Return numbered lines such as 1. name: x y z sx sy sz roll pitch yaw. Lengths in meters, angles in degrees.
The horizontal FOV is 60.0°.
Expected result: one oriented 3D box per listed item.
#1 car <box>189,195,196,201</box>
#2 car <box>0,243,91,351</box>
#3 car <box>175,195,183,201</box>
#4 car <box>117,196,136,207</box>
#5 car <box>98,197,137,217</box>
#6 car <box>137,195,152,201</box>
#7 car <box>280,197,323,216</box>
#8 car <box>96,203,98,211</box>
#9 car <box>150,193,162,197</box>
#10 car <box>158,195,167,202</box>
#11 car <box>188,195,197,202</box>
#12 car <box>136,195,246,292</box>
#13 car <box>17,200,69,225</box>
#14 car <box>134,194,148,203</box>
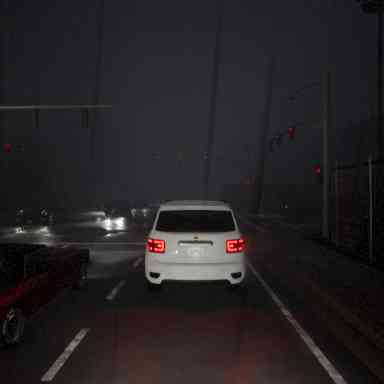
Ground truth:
1. car: 0.136 1.524 86.128 1.812 1.442 4.674 0 0 0
2. car: -3.433 1.601 6.147 1.895 1.301 4.718 0 0 1
3. car: -3.364 1.540 86.011 2.033 1.411 5.357 0 0 0
4. car: -10.505 1.491 53.537 2.128 1.511 4.902 0 0 0
5. car: -7.051 1.524 32.119 2.128 1.511 4.902 0 0 0
6. car: -7.025 1.525 45.916 1.812 1.442 4.674 0 0 0
7. car: 11.002 1.407 32.657 4.553 1.767 2.097 0 0 0
8. car: -10.534 1.491 41.402 2.128 1.511 4.902 0 0 0
9. car: -6.957 1.223 62.779 2.150 2.045 5.566 0 0 1
10. car: -6.876 1.466 78.221 1.837 1.490 4.892 0 0 0
11. car: 0.125 1.523 75.725 2.128 1.511 4.902 0 0 0
12. car: 0.087 1.221 9.072 2.150 2.045 5.566 0 0 0
13. car: -10.564 1.381 23.899 2.097 1.767 4.553 0 0 0
14. car: -10.396 1.350 68.147 2.097 1.767 4.553 0 0 0
